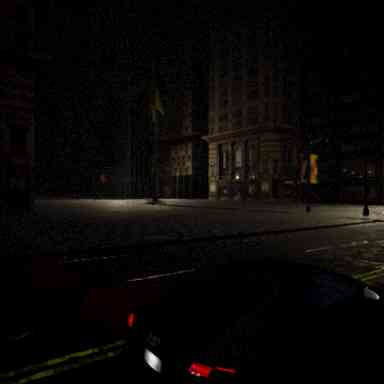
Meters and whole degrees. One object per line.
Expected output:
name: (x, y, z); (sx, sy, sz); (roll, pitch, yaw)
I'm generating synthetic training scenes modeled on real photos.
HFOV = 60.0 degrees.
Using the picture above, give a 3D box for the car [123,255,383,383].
car: (1.259, 1.566, 4.334); (4.181, 1.385, 1.994); (0, 0, -36)

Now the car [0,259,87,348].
car: (-4.116, 1.600, 4.742); (4.718, 1.301, 1.895); (0, 0, -35)
